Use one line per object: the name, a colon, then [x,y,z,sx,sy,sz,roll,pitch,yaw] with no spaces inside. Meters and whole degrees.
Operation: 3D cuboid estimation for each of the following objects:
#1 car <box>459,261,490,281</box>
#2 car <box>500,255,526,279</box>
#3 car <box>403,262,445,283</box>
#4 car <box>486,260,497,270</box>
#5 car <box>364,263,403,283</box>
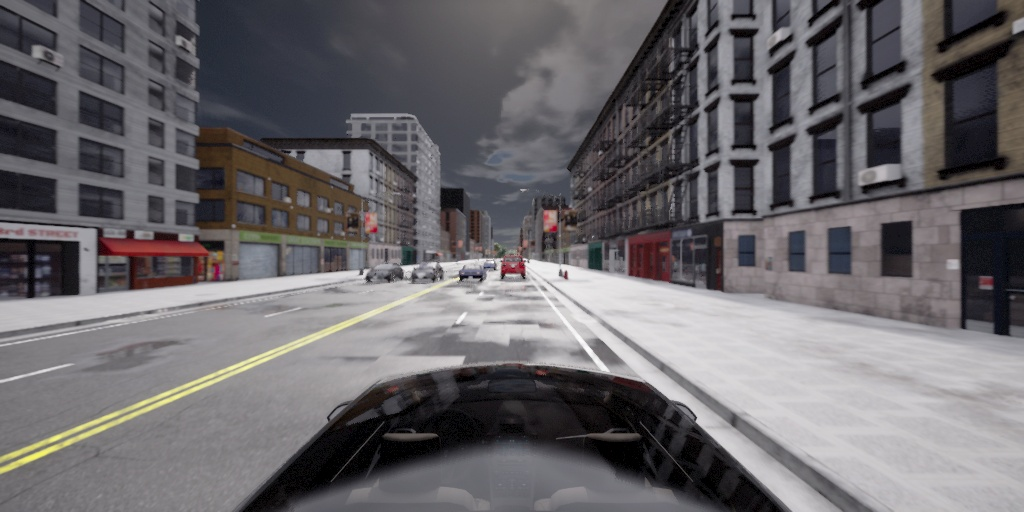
car: [-3.144,1.346,29.526,1.895,1.301,4.718,0,0,0]
car: [0.106,0.963,32.996,2.150,2.045,5.566,0,0,0]
car: [-6.592,1.237,28.321,2.128,1.511,4.902,0,0,0]
car: [-3.141,1.290,51.268,2.033,1.411,5.357,0,0,0]
car: [-9.839,1.271,28.118,1.812,1.442,4.674,0,0,0]
